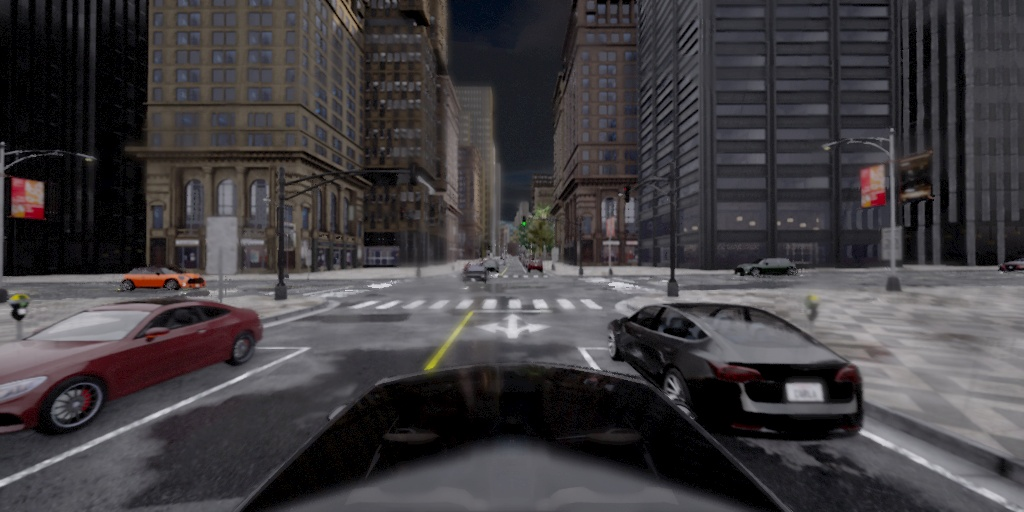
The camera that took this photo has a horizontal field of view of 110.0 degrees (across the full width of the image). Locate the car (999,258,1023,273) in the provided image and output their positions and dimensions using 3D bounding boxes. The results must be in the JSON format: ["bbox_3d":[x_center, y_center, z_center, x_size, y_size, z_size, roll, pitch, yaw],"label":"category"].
[{"bbox_3d":[45.648,0.798,31.377,4.181,1.385,1.994,-1,-1,1],"label":"car"}]

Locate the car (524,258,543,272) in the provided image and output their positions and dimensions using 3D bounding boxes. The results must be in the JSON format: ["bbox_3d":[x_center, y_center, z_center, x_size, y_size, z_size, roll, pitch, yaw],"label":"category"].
[{"bbox_3d":[3.128,1.258,48.782,2.192,1.841,5.009,0,0,1],"label":"car"}]

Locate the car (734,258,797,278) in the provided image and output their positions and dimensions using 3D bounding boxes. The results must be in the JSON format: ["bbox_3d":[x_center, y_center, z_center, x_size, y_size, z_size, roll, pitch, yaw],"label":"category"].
[{"bbox_3d":[22.192,0.948,31.557,4.553,1.767,2.097,-1,-1,0],"label":"car"}]

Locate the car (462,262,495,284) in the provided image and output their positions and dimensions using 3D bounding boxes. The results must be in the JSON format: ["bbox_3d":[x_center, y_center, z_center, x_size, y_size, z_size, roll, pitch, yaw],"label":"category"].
[{"bbox_3d":[-2.828,1.444,29.470,2.033,1.411,5.357,0,0,1],"label":"car"}]

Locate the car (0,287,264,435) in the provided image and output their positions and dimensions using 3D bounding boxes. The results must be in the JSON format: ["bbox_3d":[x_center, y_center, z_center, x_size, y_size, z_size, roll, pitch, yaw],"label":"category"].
[{"bbox_3d":[-5.755,1.354,5.486,1.802,1.307,4.207,0,0,0],"label":"car"}]

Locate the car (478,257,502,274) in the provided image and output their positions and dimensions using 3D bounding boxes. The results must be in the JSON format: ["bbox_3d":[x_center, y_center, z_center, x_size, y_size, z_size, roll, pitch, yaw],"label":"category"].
[{"bbox_3d":[-2.667,1.249,45.117,2.097,1.767,4.553,0,-1,1],"label":"car"}]

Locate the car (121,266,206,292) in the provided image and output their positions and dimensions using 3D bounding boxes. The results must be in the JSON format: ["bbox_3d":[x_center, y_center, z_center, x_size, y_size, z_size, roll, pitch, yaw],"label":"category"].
[{"bbox_3d":[-24.258,1.514,25.104,4.553,1.767,2.097,-1,-1,0],"label":"car"}]

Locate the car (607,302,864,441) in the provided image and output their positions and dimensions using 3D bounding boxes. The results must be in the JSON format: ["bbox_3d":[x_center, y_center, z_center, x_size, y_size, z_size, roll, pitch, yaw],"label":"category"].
[{"bbox_3d":[2.770,1.337,5.461,1.948,1.339,4.313,0,0,0],"label":"car"}]

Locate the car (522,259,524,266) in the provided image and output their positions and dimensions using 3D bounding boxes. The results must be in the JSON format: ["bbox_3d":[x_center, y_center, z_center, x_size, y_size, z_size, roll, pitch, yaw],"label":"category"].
[{"bbox_3d":[3.274,1.547,65.404,1.948,1.339,4.313,0,0,1],"label":"car"}]
